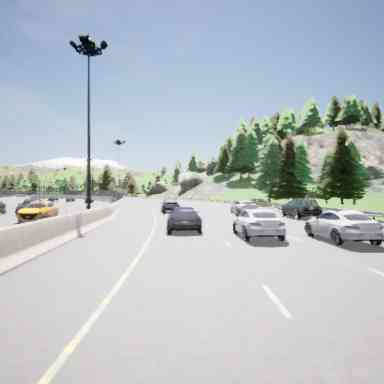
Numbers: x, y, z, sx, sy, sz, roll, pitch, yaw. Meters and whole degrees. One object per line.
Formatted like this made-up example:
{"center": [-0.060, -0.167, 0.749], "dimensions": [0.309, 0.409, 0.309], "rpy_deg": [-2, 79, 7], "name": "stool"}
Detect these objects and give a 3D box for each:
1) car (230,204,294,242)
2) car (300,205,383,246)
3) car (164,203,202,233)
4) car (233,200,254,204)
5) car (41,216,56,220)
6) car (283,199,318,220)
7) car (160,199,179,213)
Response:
{"center": [3.210, 1.527, 16.407], "dimensions": [1.812, 1.442, 4.674], "rpy_deg": [0, 0, -3], "name": "car"}
{"center": [6.781, 1.527, 15.124], "dimensions": [1.812, 1.442, 4.674], "rpy_deg": [0, 0, -3], "name": "car"}
{"center": [-0.509, 1.565, 19.621], "dimensions": [1.994, 1.385, 4.181], "rpy_deg": [0, 0, -4], "name": "car"}
{"center": [5.140, 1.527, 33.161], "dimensions": [1.812, 1.442, 4.674], "rpy_deg": [0, 0, -7], "name": "car"}
{"center": [-11.785, 1.478, 25.790], "dimensions": [1.882, 1.535, 5.008], "rpy_deg": [0, 0, -6], "name": "car"}
{"center": [9.224, 1.354, 28.453], "dimensions": [2.097, 1.767, 4.553], "rpy_deg": [0, 0, -6], "name": "car"}
{"center": [-2.474, 1.493, 36.881], "dimensions": [2.128, 1.511, 4.902], "rpy_deg": [0, 0, -9], "name": "car"}
